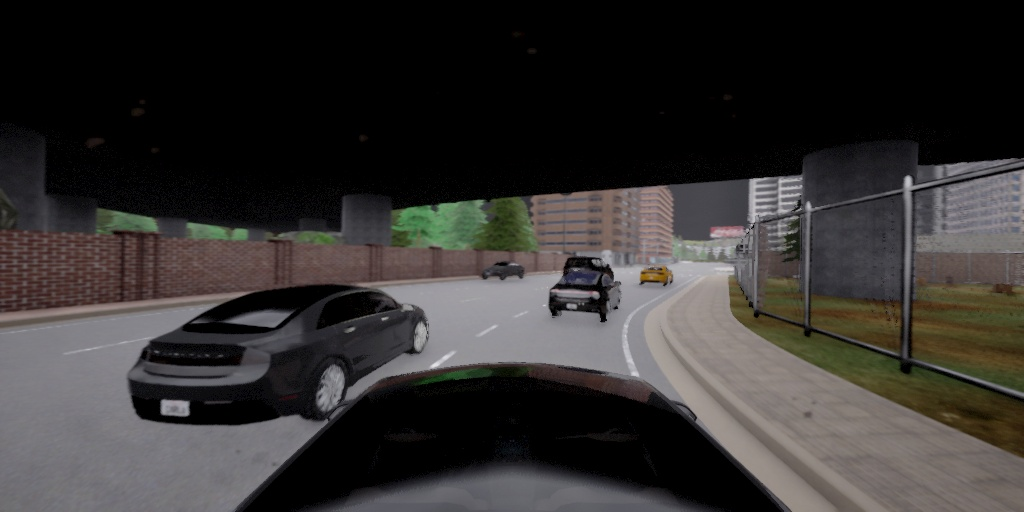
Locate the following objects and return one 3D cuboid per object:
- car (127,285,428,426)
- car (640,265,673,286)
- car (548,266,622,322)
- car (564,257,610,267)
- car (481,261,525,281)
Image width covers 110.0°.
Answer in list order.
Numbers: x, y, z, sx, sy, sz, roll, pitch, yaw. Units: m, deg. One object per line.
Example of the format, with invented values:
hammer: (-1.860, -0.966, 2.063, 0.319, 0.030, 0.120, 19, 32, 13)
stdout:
car: (-2.904, 1.206, 5.814, 1.837, 1.490, 4.892, 0, 0, 7)
car: (11.358, 1.462, 28.108, 1.882, 1.535, 5.008, 1, 0, 31)
car: (2.738, 1.303, 12.839, 2.128, 1.511, 4.902, 1, 0, 24)
car: (5.307, 1.091, 24.779, 2.150, 2.045, 5.566, 1, 0, 31)
car: (-0.583, 1.097, 28.795, 1.812, 1.442, 4.674, 1, 0, 31)
